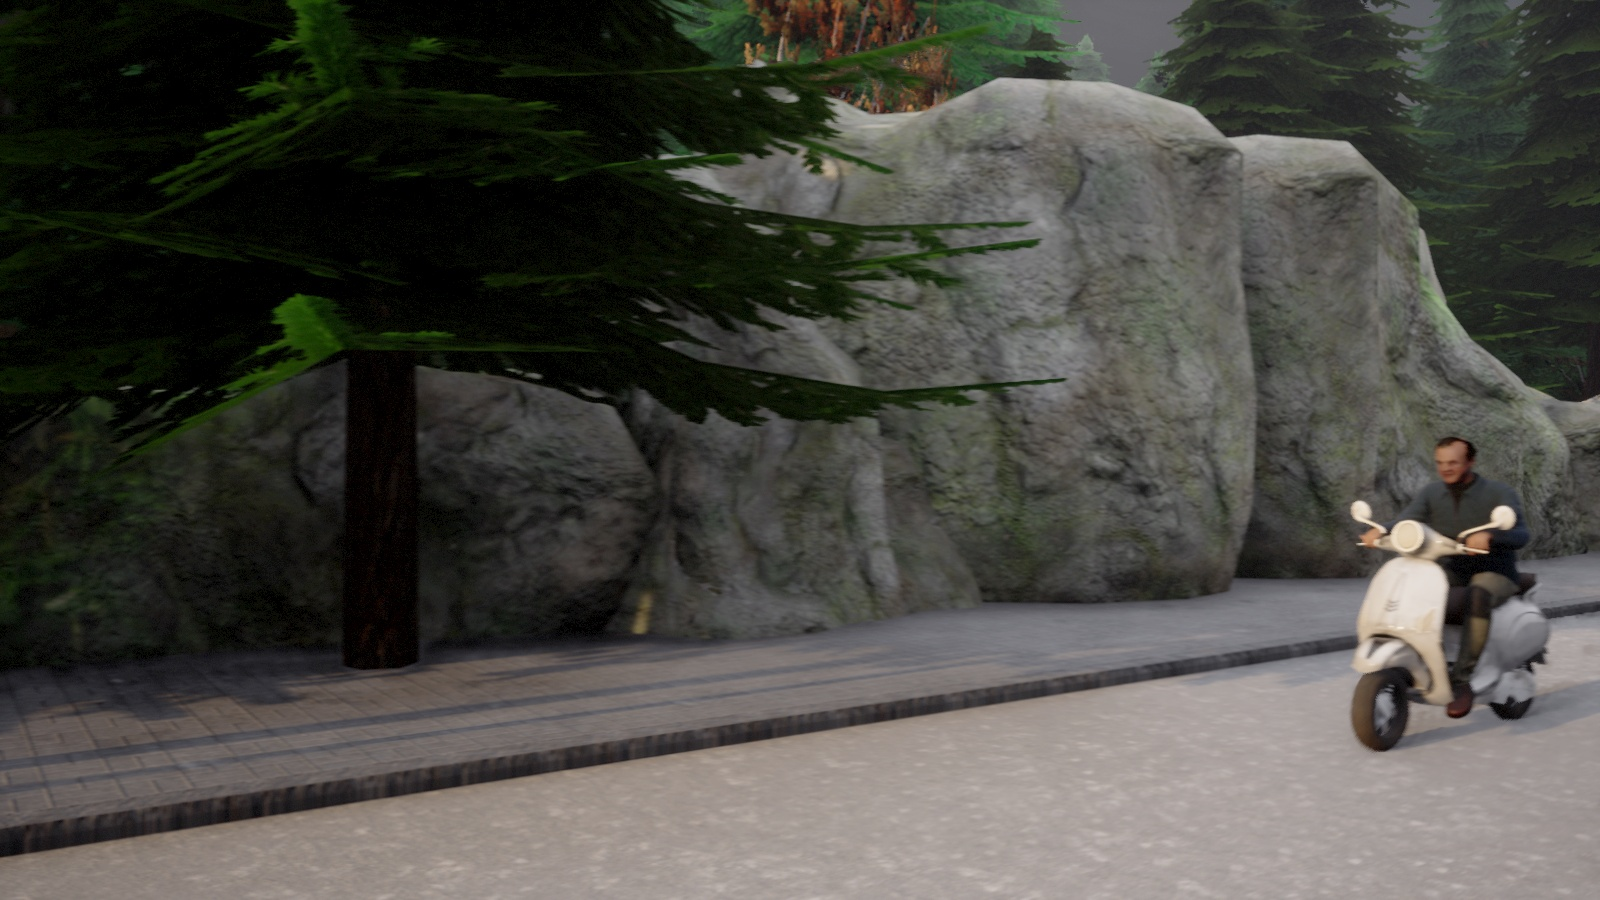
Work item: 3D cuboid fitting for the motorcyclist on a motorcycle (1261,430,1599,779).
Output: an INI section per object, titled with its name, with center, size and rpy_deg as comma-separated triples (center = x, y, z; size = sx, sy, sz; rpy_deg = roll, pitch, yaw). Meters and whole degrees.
[motorcyclist on a motorcycle]
center = 3.359, 0.707, 6.606
size = 1.817, 1.590, 0.866
rpy_deg = 0, 0, -35
